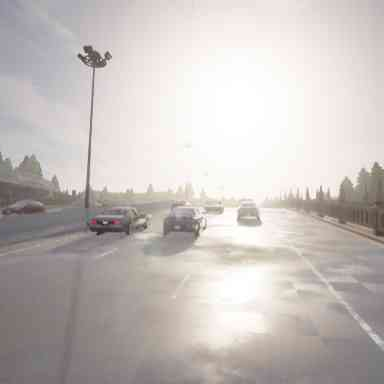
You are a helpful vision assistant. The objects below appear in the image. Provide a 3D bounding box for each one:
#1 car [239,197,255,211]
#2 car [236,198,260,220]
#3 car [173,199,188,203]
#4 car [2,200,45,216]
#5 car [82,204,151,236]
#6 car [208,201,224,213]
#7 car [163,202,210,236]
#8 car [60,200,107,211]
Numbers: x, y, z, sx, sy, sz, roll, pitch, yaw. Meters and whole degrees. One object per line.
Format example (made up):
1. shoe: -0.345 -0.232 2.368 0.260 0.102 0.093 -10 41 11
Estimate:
1. car: 6.820 1.485 41.332 1.882 1.535 5.008 0 0 9
2. car: 4.795 1.526 28.406 1.812 1.442 4.674 0 0 9
3. car: -1.142 1.520 35.720 1.812 1.442 4.674 0 0 9
4. car: -16.076 1.509 32.104 1.812 1.442 4.674 0 0 9
5. car: -3.815 1.543 18.602 2.033 1.411 5.357 0 0 9
6. car: 2.487 1.598 36.274 1.895 1.301 4.718 0 0 9
7. car: -0.320 1.524 18.234 1.812 1.442 4.674 0 0 9
8. car: -9.503 1.467 28.828 1.882 1.535 5.008 0 0 9
